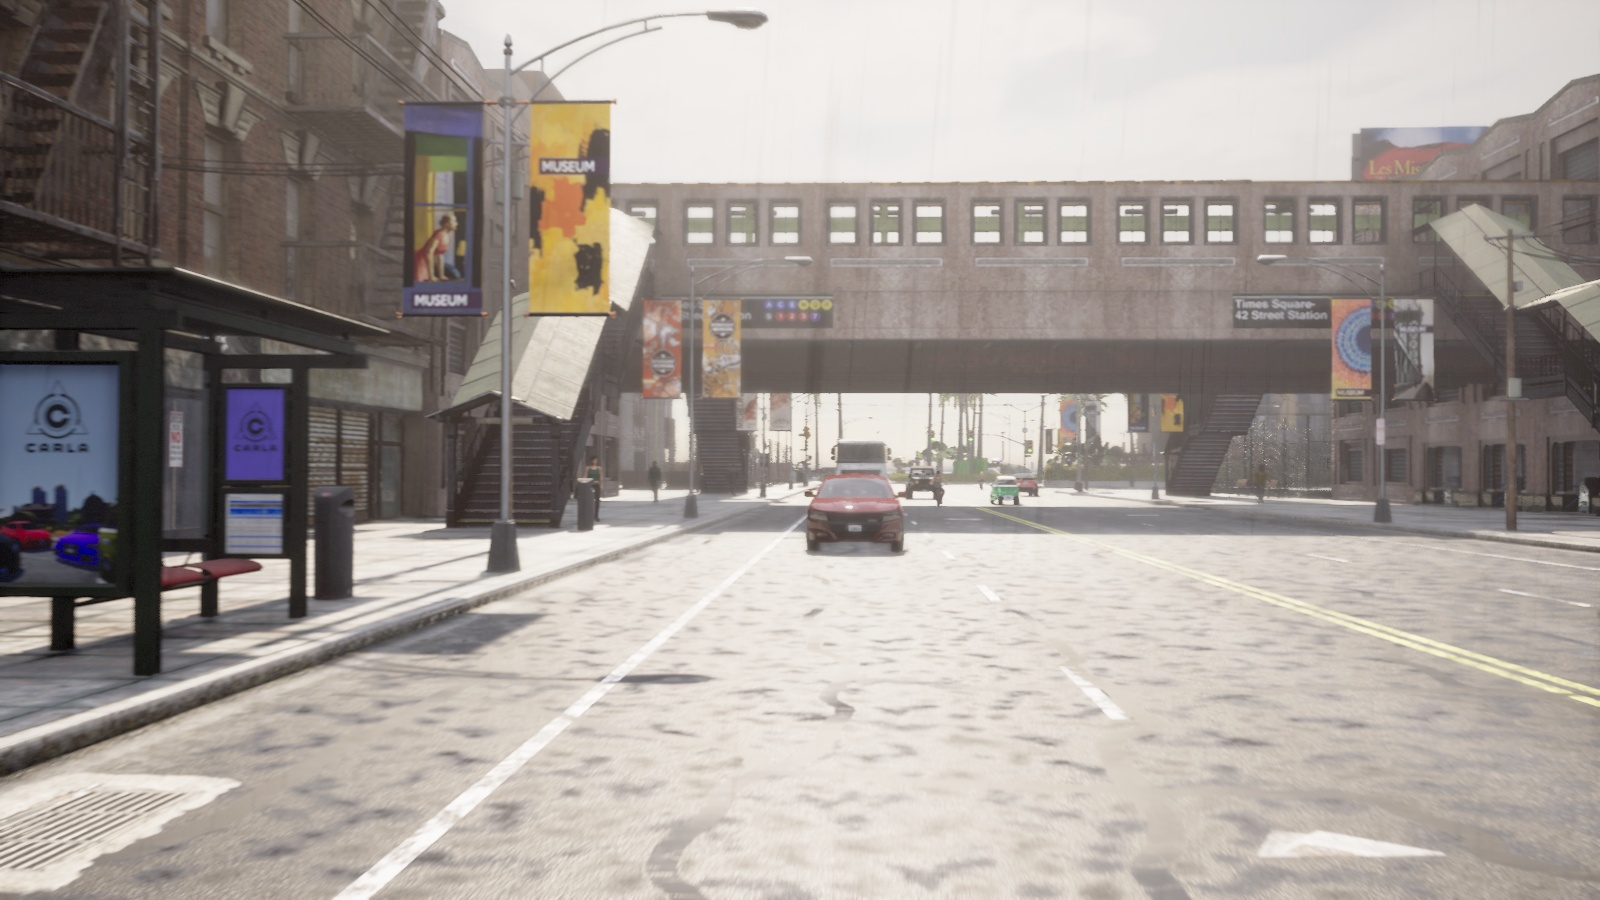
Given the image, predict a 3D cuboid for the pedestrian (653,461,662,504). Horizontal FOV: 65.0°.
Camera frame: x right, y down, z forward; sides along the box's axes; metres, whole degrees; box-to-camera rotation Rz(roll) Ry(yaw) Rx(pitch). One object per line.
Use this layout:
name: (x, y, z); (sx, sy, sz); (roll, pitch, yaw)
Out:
pedestrian: (-6.131, 1.395, 53.950); (0.353, 1.847, 0.614); (0, -1, -5)

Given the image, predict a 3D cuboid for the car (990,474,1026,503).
car: (10.021, 1.852, 60.625); (1.481, 1.376, 2.207); (0, -1, 3)

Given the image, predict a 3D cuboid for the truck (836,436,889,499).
truck: (3.645, 1.043, 72.952); (2.891, 3.462, 7.936); (0, -1, 3)

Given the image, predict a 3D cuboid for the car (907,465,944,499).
car: (7.062, 1.779, 71.127); (1.905, 1.878, 3.866); (0, -1, 3)

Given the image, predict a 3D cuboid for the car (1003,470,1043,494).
car: (14.640, 2.096, 82.547); (2.007, 1.525, 4.514); (0, -1, 3)

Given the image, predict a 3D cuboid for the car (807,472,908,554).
car: (1.188, 1.223, 25.936); (1.882, 1.535, 5.008); (0, -1, 3)

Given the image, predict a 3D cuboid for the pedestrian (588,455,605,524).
pedestrian: (-5.496, 1.058, 33.923); (0.345, 1.836, 0.594); (0, -1, -19)

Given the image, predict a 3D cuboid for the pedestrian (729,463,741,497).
pedestrian: (-3.603, 1.652, 69.758); (0.563, 1.883, 0.849); (0, -1, -8)

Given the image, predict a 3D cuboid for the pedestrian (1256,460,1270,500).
pedestrian: (21.143, 1.362, 57.342); (0.431, 1.840, 0.709); (0, -1, 5)
